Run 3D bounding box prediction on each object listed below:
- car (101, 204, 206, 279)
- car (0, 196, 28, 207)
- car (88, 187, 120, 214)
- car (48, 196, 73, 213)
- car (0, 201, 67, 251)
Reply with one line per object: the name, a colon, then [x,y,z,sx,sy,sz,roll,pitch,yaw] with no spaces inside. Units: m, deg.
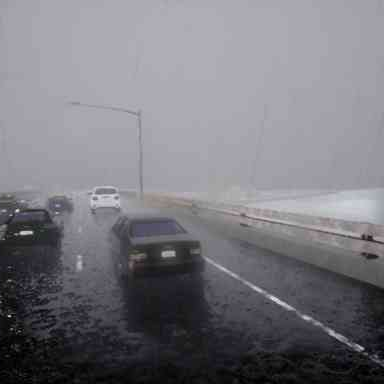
car: [-1.283,1.295,9.350,2.033,1.411,5.357,-2,2,-18]
car: [-14.185,1.049,26.133,1.837,1.490,4.892,-2,2,-18]
car: [-7.218,0.589,27.297,2.150,2.045,5.566,-2,2,-18]
car: [-10.998,1.000,27.656,1.994,1.385,4.181,-2,2,-18]
car: [-6.214,1.307,13.123,1.994,1.385,4.181,-2,2,-18]
